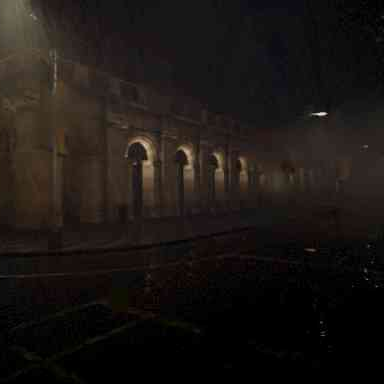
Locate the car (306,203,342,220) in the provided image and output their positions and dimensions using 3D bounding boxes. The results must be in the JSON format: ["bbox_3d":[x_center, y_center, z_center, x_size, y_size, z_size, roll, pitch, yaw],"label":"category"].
[{"bbox_3d":[11.262,1.597,28.304,1.895,1.301,4.718,0,0,36],"label":"car"}]
